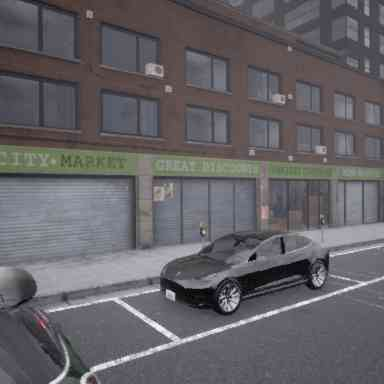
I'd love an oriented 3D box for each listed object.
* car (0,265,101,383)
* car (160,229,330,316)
[{"bbox_3d":[-2.702,1.352,1.449,4.553,1.767,2.097,0,0,-36],"label":"car"},{"bbox_3d":[1.361,1.565,7.523,4.313,1.339,1.947,0,-1,-36],"label":"car"}]
